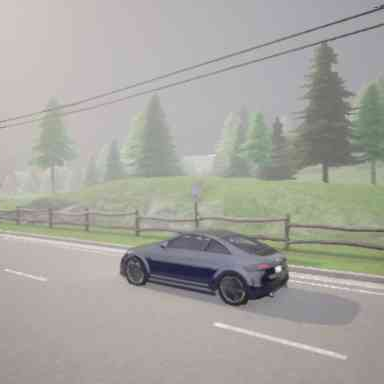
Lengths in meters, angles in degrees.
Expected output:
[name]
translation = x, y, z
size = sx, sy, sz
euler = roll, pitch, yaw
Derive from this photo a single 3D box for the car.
[car]
translation = 0.198, 1.604, 8.151
size = 4.181, 1.385, 1.994
euler = -1, 0, 36
